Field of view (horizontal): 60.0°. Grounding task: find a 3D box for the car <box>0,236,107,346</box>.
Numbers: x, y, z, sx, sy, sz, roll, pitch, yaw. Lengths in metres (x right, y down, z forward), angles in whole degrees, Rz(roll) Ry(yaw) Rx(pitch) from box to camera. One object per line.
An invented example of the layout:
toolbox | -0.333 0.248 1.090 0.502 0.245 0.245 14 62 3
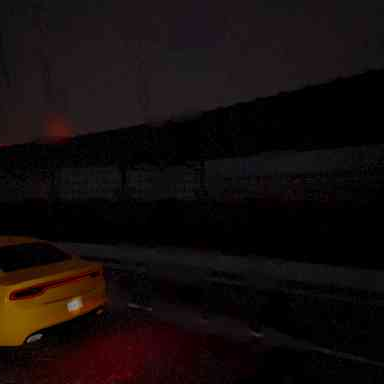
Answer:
car | -3.846 1.577 6.232 5.008 1.535 1.882 -1 -1 32
